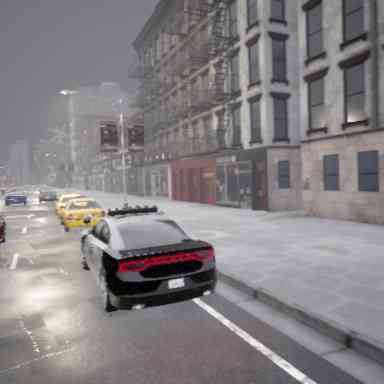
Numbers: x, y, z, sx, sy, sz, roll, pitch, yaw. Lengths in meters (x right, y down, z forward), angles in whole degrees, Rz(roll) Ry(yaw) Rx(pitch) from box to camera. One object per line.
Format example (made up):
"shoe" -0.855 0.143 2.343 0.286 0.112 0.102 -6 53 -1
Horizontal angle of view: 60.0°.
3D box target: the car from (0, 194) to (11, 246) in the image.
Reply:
"car" -7.626 1.164 11.261 2.097 1.767 4.553 -3 3 -25

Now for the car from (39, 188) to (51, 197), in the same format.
"car" -25.829 0.111 58.312 1.895 1.301 4.718 -3 3 -25

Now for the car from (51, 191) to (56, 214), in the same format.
"car" -8.060 0.838 22.060 1.801 1.575 5.366 -3 3 -25

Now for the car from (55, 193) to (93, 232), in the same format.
"car" -5.550 0.964 16.612 1.801 1.575 5.366 -3 3 -25

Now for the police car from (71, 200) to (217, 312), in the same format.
"police car" -1.334 1.147 7.457 1.930 1.638 5.238 -3 3 -25

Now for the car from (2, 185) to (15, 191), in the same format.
"car" -37.874 -0.501 68.861 2.150 2.045 5.566 -3 3 -25

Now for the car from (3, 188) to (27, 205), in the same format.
"car" -19.442 0.669 36.922 1.882 1.535 5.008 -3 3 -25

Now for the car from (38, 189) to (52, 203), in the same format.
"car" -17.211 0.552 39.649 1.994 1.385 4.181 -3 3 -24
